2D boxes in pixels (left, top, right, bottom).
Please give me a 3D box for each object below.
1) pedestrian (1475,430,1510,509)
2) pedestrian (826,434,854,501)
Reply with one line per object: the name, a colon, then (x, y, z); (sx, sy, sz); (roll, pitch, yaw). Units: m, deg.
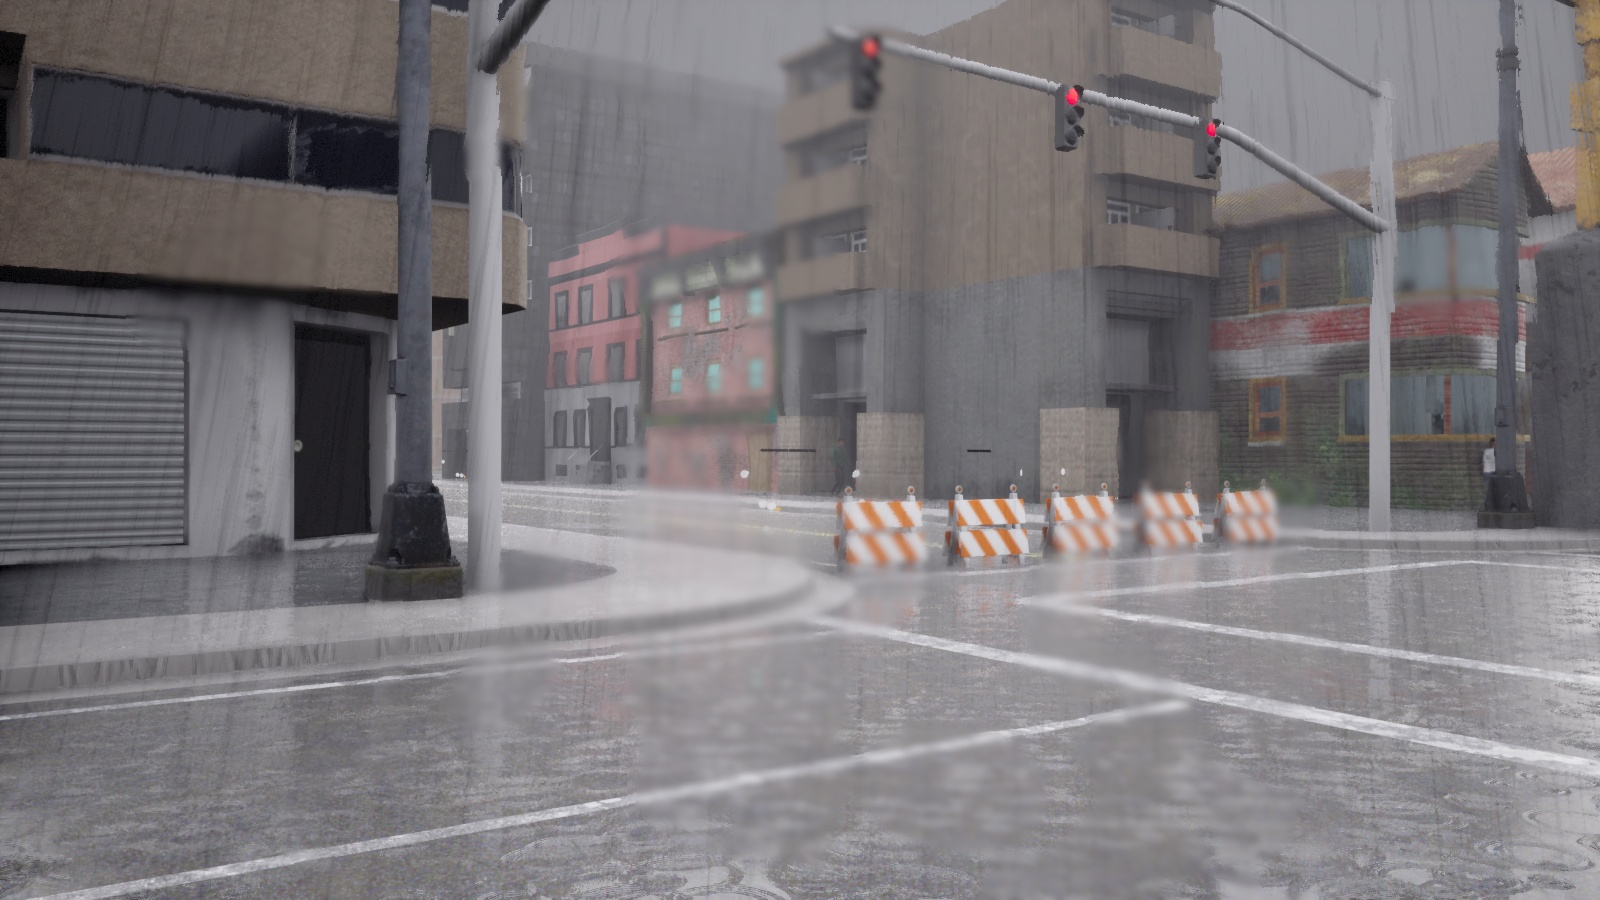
pedestrian: (16.198, 0.447, 29.366); (0.706, 1.836, 0.354); (0, 0, -25)
pedestrian: (1.175, 0.498, 36.849); (0.423, 1.949, 0.788); (0, 0, -38)
